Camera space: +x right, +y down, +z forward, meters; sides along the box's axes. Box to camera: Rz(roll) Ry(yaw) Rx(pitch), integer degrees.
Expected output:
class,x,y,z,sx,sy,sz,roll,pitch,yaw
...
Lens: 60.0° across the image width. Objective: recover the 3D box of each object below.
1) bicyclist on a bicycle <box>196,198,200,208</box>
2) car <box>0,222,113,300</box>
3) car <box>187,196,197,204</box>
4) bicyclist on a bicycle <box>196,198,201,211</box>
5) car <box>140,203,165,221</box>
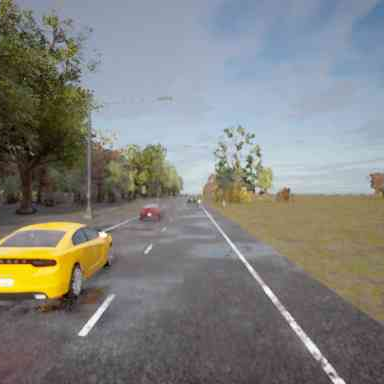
class,x,y,z,sx,sy,sz,roll,pitch,yaw
bicyclist on a bicycle,0.970,1.695,52.815,0.582,1.620,1.656,0,-1,0
car,-3.399,1.517,8.565,1.882,1.535,5.008,0,0,0
car,0.011,1.689,72.669,2.097,1.767,4.553,0,0,0
bicyclist on a bicycle,0.966,1.638,44.092,0.866,1.612,1.509,0,0,0
car,-3.398,1.658,28.995,1.812,1.442,4.674,0,0,0
